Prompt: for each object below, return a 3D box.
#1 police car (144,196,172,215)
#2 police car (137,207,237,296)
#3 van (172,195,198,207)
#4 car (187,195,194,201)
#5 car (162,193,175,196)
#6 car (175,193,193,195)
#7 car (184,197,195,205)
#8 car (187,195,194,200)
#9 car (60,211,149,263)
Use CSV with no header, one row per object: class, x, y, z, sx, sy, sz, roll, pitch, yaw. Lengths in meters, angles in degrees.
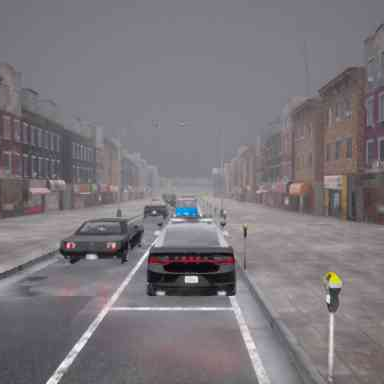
police car,-3.019,1.414,29.154,1.930,1.638,5.238,0,0,0
police car,-0.011,1.421,8.762,1.930,1.638,5.238,0,0,0
van,-0.402,1.332,25.542,1.690,1.788,3.998,-1,0,0
car,-0.393,1.543,86.399,1.947,1.339,4.313,-1,0,0
car,-2.928,1.206,43.919,2.150,2.045,5.566,0,0,0
car,-0.402,1.302,36.607,2.192,1.841,5.009,-1,0,0
car,-0.394,1.563,58.737,1.802,1.307,4.206,-1,0,0
car,-0.393,1.543,91.932,1.947,1.339,4.313,-1,0,0
car,-2.920,1.596,11.921,1.895,1.301,4.718,0,0,0
